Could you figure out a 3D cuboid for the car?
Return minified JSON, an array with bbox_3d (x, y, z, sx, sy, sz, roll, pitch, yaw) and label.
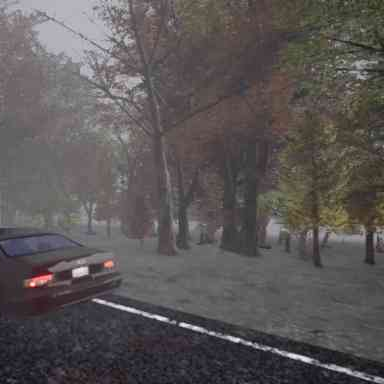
[{"bbox_3d":[-3.775,1.419,6.520,5.357,1.411,2.033,-4,-3,34],"label":"car"}]
